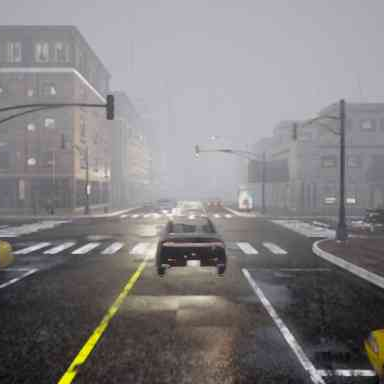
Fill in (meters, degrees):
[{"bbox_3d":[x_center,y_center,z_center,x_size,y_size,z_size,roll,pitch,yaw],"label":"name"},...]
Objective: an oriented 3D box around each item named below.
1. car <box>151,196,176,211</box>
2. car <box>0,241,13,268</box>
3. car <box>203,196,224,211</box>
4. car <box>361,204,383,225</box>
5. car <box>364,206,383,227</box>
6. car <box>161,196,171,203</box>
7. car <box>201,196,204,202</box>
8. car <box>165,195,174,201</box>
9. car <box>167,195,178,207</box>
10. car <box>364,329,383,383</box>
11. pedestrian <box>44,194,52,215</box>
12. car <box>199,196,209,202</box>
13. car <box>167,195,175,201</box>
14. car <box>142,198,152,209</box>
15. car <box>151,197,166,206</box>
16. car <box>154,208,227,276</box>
[{"bbox_3d":[-3.096,1.516,37.217,1.812,1.442,4.674,0,0,0],"label":"car"},{"bbox_3d":[-5.696,1.521,7.002,1.752,1.417,4.829,0,0,0],"label":"car"},{"bbox_3d":[2.683,1.431,39.639,1.967,1.590,4.097,0,0,0],"label":"car"},{"bbox_3d":[14.664,1.579,23.723,4.181,1.385,1.994,0,0,0],"label":"car"},{"bbox_3d":[13.274,1.527,20.514,4.902,1.511,2.128,0,0,-1],"label":"car"},{"bbox_3d":[-5.697,1.540,73.637,1.752,1.417,4.829,0,0,0],"label":"car"},{"bbox_3d":[2.684,1.579,51.033,1.802,1.307,4.206,0,0,0],"label":"car"},{"bbox_3d":[-5.699,1.468,85.200,1.967,1.590,4.097,0,0,0],"label":"car"},{"bbox_3d":[-3.069,1.486,47.572,2.128,1.511,4.902,0,0,0],"label":"car"},{"bbox_3d":[2.685,1.524,1.641,1.752,1.417,4.829,0,0,0],"label":"car"},{"bbox_3d":[-12.631,1.057,29.052,0.375,1.860,0.375,0,0,0],"label":"pedestrian"},{"bbox_3d":[2.684,1.565,73.820,2.008,1.369,4.403,-1,0,0],"label":"car"},{"bbox_3d":[-5.698,1.561,90.727,1.752,1.417,4.829,-1,0,0],"label":"car"},{"bbox_3d":[-5.696,1.544,45.324,2.008,1.369,4.403,0,0,0],"label":"car"},{"bbox_3d":[-5.696,1.551,56.718,2.008,1.369,4.403,0,0,0],"label":"car"},{"bbox_3d":[-0.109,1.486,10.357,2.128,1.511,4.902,0,0,-3],"label":"car"}]
